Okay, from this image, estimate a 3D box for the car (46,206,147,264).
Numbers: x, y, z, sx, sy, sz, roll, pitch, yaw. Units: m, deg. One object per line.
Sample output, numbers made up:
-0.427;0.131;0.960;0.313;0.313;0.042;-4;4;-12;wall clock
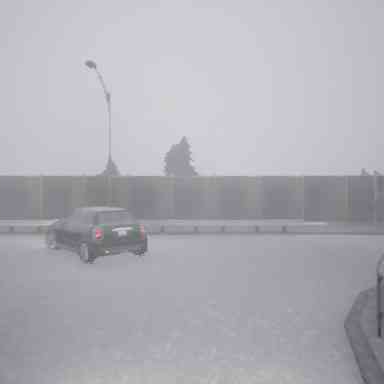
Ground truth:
-3.584;1.311;12.076;2.097;1.767;4.553;-1;1;-41;car
